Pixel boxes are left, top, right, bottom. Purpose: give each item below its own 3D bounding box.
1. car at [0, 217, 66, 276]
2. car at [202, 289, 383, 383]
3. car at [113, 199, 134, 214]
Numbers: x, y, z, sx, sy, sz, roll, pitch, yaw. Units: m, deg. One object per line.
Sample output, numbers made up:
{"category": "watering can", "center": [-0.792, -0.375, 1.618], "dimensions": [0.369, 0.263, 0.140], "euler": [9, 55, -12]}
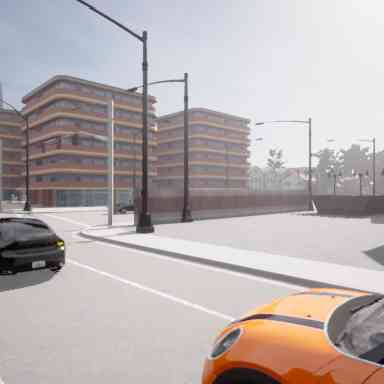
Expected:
{"category": "car", "center": [-5.423, 1.509, 9.922], "dimensions": [1.837, 1.490, 4.892], "euler": [0, 0, -43]}
{"category": "car", "center": [2.241, 1.352, 2.371], "dimensions": [4.553, 1.767, 2.097], "euler": [0, 0, 40]}
{"category": "car", "center": [-6.346, 1.499, 34.954], "dimensions": [4.902, 1.511, 2.128], "euler": [0, 0, -44]}
